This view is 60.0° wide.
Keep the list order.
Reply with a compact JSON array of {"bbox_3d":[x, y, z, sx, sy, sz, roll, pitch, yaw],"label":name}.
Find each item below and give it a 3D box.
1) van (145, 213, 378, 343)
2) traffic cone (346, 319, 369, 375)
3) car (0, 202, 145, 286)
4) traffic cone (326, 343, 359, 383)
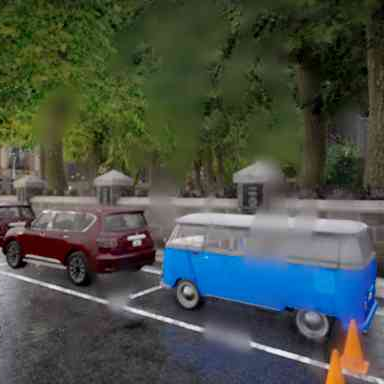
[{"bbox_3d":[1.238,1.337,6.191,3.998,1.788,1.690,0,0,35],"label":"van"},{"bbox_3d":[2.087,1.954,4.317,0.340,0.580,0.340,0,0,35],"label":"traffic cone"},{"bbox_3d":[-3.269,1.301,9.385,5.009,1.841,2.192,0,0,35],"label":"car"},{"bbox_3d":[1.509,1.955,3.500,0.340,0.580,0.340,0,0,35],"label":"traffic cone"}]
